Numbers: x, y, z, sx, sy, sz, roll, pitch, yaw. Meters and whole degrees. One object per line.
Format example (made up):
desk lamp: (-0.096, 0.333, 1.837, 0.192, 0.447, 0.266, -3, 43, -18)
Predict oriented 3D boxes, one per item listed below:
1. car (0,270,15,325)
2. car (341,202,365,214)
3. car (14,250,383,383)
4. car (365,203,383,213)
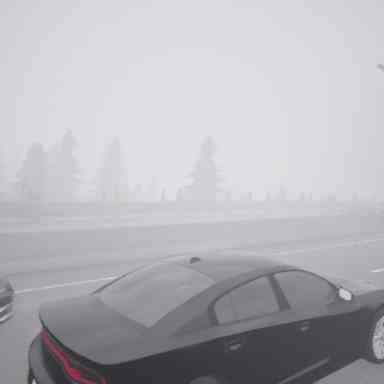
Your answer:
car: (-5.117, 1.463, 4.397, 4.902, 1.511, 2.128, 1, -1, -35)
car: (19.673, 1.960, 39.511, 4.902, 1.511, 2.128, 1, -1, -35)
car: (0.707, 1.508, 4.252, 5.008, 1.535, 1.882, 1, 0, -36)
car: (21.644, 1.959, 36.621, 4.902, 1.511, 2.128, 1, -1, -35)
